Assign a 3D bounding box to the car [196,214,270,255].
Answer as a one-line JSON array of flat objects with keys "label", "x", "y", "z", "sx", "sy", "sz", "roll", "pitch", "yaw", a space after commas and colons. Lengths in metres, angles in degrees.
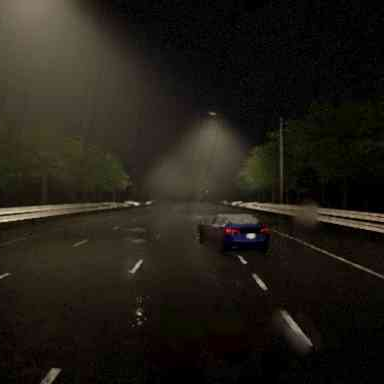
[{"label": "car", "x": 1.576, "y": 1.646, "z": 14.174, "sx": 2.163, "sy": 1.488, "sz": 4.792, "roll": 0, "pitch": -1, "yaw": -13}]
